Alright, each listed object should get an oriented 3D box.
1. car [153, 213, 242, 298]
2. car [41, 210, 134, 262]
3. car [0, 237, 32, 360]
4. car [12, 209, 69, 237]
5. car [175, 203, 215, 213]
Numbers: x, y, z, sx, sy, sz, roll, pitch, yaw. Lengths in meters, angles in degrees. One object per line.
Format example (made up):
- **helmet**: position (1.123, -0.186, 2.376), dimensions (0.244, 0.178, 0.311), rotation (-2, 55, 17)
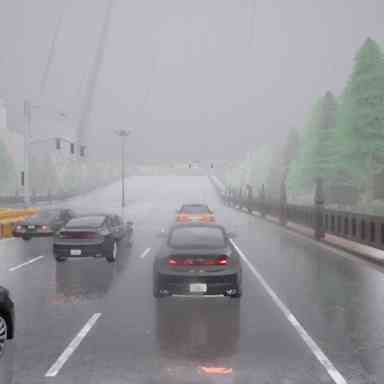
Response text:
- **car**: position (0.124, 1.504, 8.497), dimensions (1.837, 1.490, 4.892), rotation (0, 0, 0)
- **car**: position (-3.365, 1.503, 12.071), dimensions (1.837, 1.490, 4.892), rotation (0, 0, 0)
- **car**: position (-3.393, 1.491, 2.717), dimensions (2.128, 1.511, 4.902), rotation (0, 0, 0)
- **car**: position (-6.853, 1.545, 16.733), dimensions (2.033, 1.411, 5.357), rotation (0, 0, 0)
- **car**: position (0.150, 1.349, 17.512), dimensions (2.097, 1.767, 4.553), rotation (0, 0, 0)
